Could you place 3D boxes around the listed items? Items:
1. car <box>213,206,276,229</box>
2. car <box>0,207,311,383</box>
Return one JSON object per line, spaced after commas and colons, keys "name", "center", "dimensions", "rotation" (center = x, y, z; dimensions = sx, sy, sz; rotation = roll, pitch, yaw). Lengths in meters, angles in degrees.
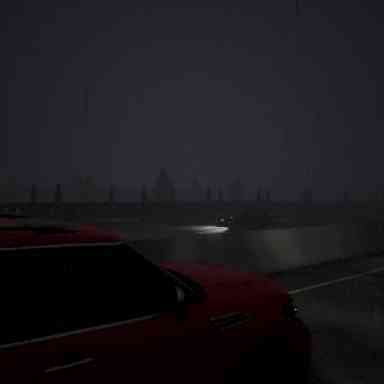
{"name": "car", "center": [3.745, 1.734, 23.545], "dimensions": [4.181, 1.385, 1.994], "rotation": [1, 0, -33]}
{"name": "car", "center": [-1.408, 1.226, 2.743], "dimensions": [5.566, 2.045, 2.150], "rotation": [1, 0, -36]}
